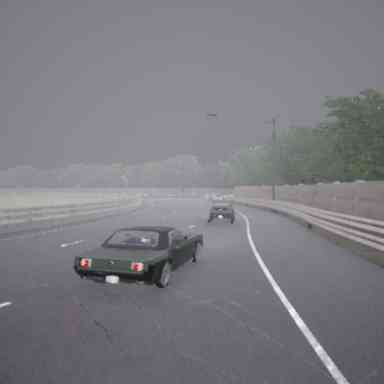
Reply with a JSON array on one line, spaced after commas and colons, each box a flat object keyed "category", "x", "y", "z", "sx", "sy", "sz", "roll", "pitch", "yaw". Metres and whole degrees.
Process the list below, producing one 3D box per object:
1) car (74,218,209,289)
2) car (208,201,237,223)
[{"category": "car", "x": -1.080, "y": 1.577, "z": 9.219, "sx": 1.895, "sy": 1.301, "sz": 4.718, "roll": 0, "pitch": 0, "yaw": 16}, {"category": "car", "x": 2.323, "y": 1.480, "z": 25.681, "sx": 1.837, "sy": 1.490, "sz": 4.892, "roll": 1, "pitch": 0, "yaw": 8}]
